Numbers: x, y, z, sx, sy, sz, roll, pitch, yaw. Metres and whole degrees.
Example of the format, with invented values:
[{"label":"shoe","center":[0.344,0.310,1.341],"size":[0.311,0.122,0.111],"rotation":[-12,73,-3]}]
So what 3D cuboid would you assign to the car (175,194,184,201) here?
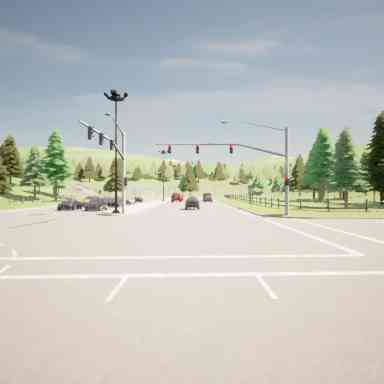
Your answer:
[{"label":"car","center":[-3.178,1.419,84.598],"size":[1.882,1.535,5.008],"rotation":[0,0,2]}]

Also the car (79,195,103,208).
[{"label":"car","center":[-15.057,1.352,49.756],"size":[2.097,1.767,4.553],"rotation":[0,0,0]}]

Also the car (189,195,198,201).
[{"label":"car","center":[0.321,1.466,84.503],"size":[2.128,1.511,4.902],"rotation":[0,0,2]}]

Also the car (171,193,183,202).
[{"label":"car","center":[-3.409,1.221,73.853],"size":[2.150,2.045,5.566],"rotation":[0,0,1]}]

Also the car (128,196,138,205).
[{"label":"car","center":[-11.533,1.601,59.738],"size":[1.895,1.301,4.718],"rotation":[0,0,1]}]

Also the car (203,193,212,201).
[{"label":"car","center":[3.820,1.166,84.439],"size":[2.150,2.045,5.566],"rotation":[0,0,2]}]

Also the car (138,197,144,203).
[{"label":"car","center":[-11.445,1.595,69.931],"size":[1.895,1.301,4.718],"rotation":[0,0,0]}]

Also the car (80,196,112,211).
[{"label":"car","center":[-11.570,1.505,40.415],"size":[1.837,1.490,4.892],"rotation":[0,0,0]}]

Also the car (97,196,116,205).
[{"label":"car","center":[-15.029,1.491,58.635],"size":[2.128,1.511,4.902],"rotation":[0,0,0]}]

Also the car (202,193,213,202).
[{"label":"car","center":[3.591,1.536,73.814],"size":[2.033,1.411,5.357],"rotation":[0,0,1]}]

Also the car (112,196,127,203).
[{"label":"car","center":[-14.946,1.595,68.777],"size":[1.895,1.301,4.718],"rotation":[0,0,0]}]

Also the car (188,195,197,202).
[{"label":"car","center":[0.095,1.475,74.233],"size":[1.882,1.535,5.008],"rotation":[0,0,1]}]

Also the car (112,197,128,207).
[{"label":"car","center":[-11.561,1.547,50.154],"size":[2.033,1.411,5.357],"rotation":[0,0,0]}]

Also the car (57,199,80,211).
[{"label":"car","center":[-15.058,1.564,41.249],"size":[1.994,1.385,4.181],"rotation":[0,0,1]}]

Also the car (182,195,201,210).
[{"label":"car","center":[0.032,1.504,43.214],"size":[1.837,1.490,4.892],"rotation":[0,0,0]}]
